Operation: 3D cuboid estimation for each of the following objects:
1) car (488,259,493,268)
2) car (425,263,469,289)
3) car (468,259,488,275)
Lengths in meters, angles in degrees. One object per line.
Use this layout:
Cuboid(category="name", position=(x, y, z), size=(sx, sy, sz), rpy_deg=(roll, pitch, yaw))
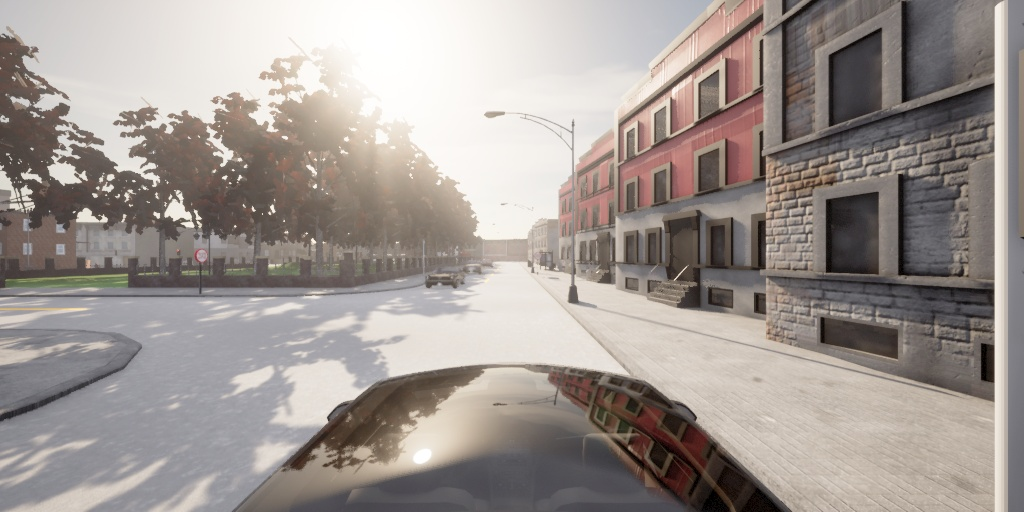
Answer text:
Cuboid(category="car", position=(-4.182, 1.227, 60.002), size=(1.882, 1.535, 5.008), rpy_deg=(0, 0, 0))
Cuboid(category="car", position=(-4.208, 1.351, 23.178), size=(1.895, 1.301, 4.718), rpy_deg=(0, 0, 1))
Cuboid(category="car", position=(-4.197, 1.242, 39.341), size=(2.128, 1.511, 4.902), rpy_deg=(0, 0, 0))
